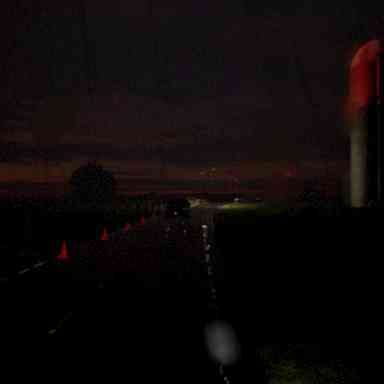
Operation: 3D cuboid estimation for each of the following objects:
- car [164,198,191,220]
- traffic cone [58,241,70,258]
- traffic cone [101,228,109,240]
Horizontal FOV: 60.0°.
[{"bbox_3d":[-1.285,1.568,32.290,2.150,2.045,5.566,0,-1,4],"label":"car"},{"bbox_3d":[-4.652,2.083,12.103,0.340,0.580,0.340,0,-1,2],"label":"traffic cone"},{"bbox_3d":[-4.488,2.137,17.126,0.340,0.580,0.340,0,-1,2],"label":"traffic cone"}]
